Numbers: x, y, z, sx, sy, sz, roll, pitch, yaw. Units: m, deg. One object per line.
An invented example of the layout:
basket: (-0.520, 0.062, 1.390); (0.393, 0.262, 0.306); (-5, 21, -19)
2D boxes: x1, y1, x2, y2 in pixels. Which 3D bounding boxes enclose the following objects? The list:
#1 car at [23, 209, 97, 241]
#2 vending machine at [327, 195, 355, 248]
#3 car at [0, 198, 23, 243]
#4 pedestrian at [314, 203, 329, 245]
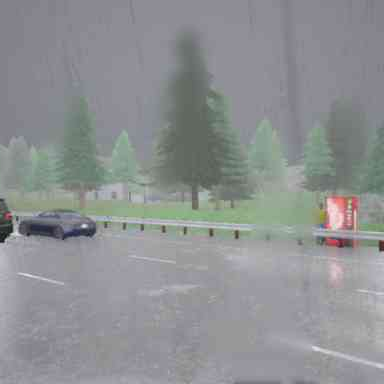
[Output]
car: (-6.741, 1.563, 16.649); (4.181, 1.385, 1.994); (0, 0, 32)
vending machine: (6.321, 1.195, 14.092); (0.880, 2.100, 1.100); (0, 0, 35)
car: (-10.279, 1.221, 14.740); (5.566, 2.045, 2.150); (0, 0, 31)
pedestrian: (5.396, 1.294, 13.903); (0.375, 1.860, 0.375); (0, 0, 35)
